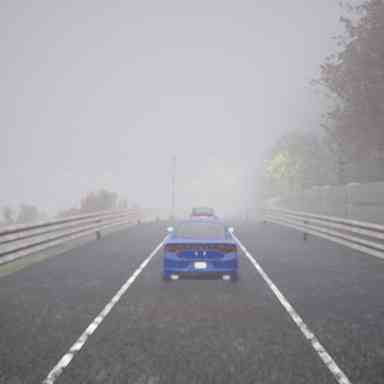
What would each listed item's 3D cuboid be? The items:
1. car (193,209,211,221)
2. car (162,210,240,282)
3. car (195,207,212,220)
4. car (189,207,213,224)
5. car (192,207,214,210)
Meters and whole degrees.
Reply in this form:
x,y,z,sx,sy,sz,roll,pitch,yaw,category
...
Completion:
x,y,z,sx,sy,sz,roll,pitch,yaw,category
1.190,2.513,37.047,1.895,1.301,4.718,0,-3,3,car
0.253,1.496,9.815,1.882,1.535,5.008,0,-1,2,car
1.596,2.869,44.316,2.128,1.511,4.902,0,-4,4,car
0.912,2.137,30.851,2.033,1.411,5.357,0,-3,2,car
0.690,1.718,21.324,2.128,1.511,4.902,0,-2,2,car
